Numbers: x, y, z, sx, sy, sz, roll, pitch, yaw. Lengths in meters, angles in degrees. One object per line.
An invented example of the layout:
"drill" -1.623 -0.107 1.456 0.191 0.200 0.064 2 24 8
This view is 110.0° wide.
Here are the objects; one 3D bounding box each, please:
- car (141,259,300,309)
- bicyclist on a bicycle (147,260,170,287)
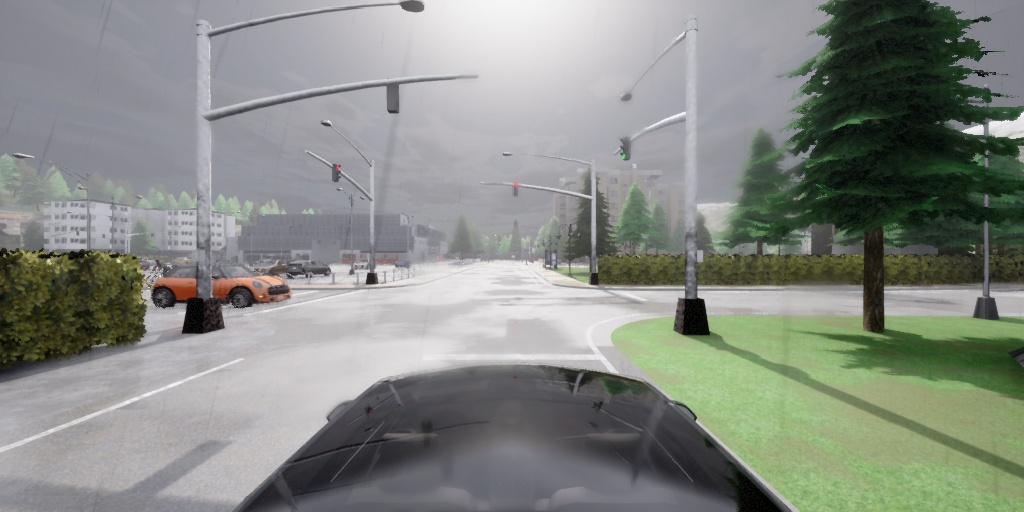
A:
"car" -11.543 1.102 14.480 4.553 1.767 2.097 0 0 1
"bicyclist on a bicycle" -21.759 1.051 22.176 0.582 1.620 1.656 0 0 1
